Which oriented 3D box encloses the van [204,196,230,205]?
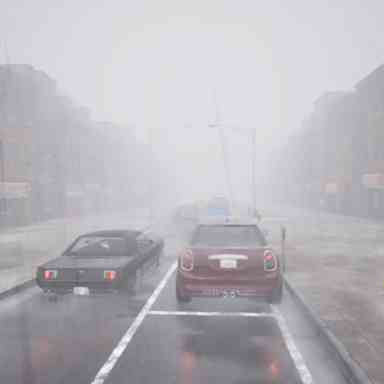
[{"bbox_3d":[2.041,1.428,25.288,1.690,1.788,3.998,-2,0,5],"label":"van"}]

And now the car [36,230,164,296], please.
[{"bbox_3d":[-1.982,1.666,8.788,1.895,1.301,4.718,-1,0,5],"label":"car"}]

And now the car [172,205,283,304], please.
[{"bbox_3d":[0.879,1.379,8.403,2.097,1.767,4.553,-1,0,5],"label":"car"}]

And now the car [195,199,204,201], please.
[{"bbox_3d":[1.029,1.637,43.050,1.801,1.575,5.366,-1,0,5],"label":"car"}]

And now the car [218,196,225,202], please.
[{"bbox_3d":[8.058,1.881,91.403,1.947,1.339,4.313,-2,0,5],"label":"car"}]

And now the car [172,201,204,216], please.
[{"bbox_3d":[-0.404,1.670,26.155,2.033,1.411,5.357,-1,0,5],"label":"car"}]
